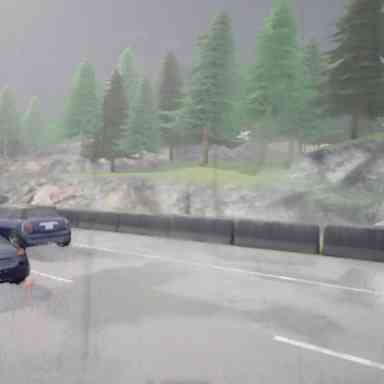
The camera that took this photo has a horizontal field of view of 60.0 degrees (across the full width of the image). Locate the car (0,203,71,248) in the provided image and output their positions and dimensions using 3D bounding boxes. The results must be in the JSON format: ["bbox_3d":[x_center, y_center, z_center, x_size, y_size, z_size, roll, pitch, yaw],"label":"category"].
[{"bbox_3d":[-6.858,1.260,13.178,4.553,1.767,2.097,1,0,35],"label":"car"}]

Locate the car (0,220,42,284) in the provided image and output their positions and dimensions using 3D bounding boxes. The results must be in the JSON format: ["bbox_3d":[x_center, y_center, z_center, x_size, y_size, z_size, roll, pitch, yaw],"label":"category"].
[{"bbox_3d":[-5.847,1.498,8.160,4.181,1.385,1.994,0,0,35],"label":"car"}]
